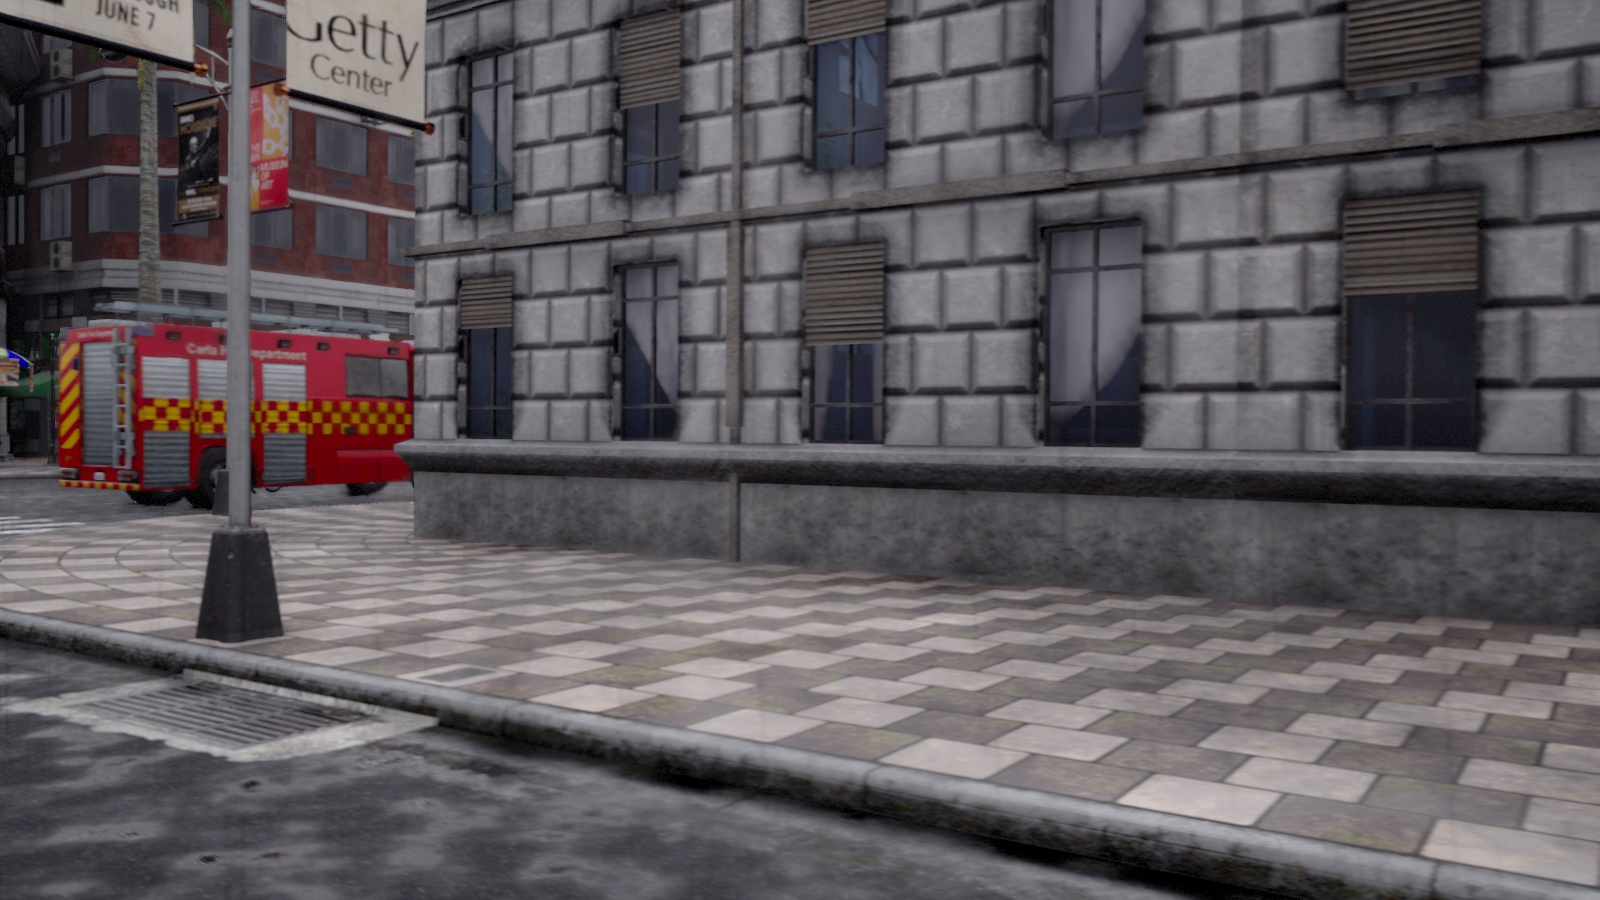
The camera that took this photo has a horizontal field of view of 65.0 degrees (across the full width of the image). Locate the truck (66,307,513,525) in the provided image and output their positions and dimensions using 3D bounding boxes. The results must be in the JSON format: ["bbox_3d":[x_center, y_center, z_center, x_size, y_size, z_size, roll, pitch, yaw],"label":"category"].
[{"bbox_3d":[-10.235,-0.670,26.364,2.891,3.827,8.468,0,1,34],"label":"truck"}]
